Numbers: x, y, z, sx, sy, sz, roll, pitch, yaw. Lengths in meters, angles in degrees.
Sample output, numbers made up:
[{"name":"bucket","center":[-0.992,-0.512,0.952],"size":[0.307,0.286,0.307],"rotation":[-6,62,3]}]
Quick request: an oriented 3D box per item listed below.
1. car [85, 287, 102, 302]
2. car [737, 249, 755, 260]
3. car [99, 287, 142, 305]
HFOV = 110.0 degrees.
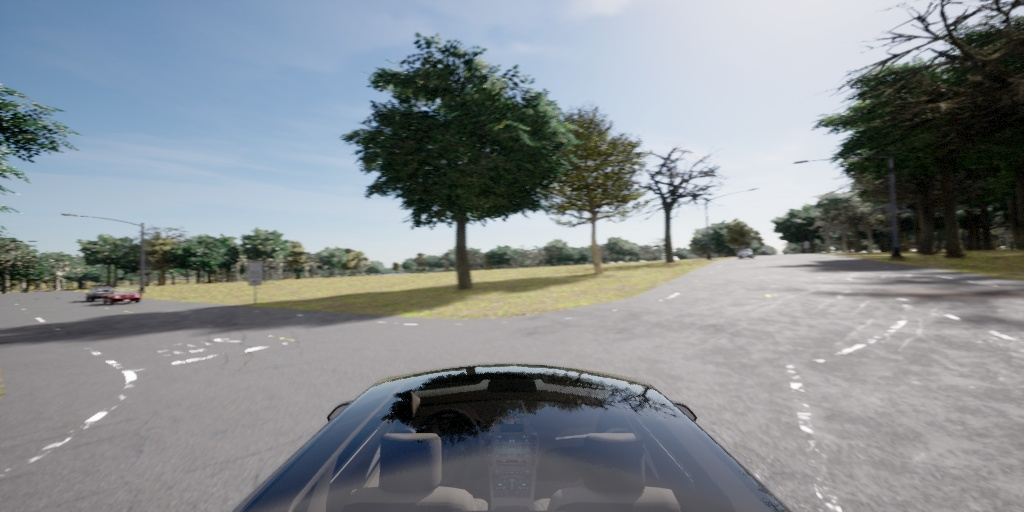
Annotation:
[{"name":"car","center":[-44.064,4.061,38.504],"size":[4.902,1.511,2.128],"rotation":[-3,-2,34]},{"name":"car","center":[34.385,-0.253,52.665],"size":[2.128,1.511,4.902],"rotation":[-3,-1,37]},{"name":"car","center":[-35.676,3.712,32.776],"size":[4.718,1.301,1.895],"rotation":[-3,-3,34]}]
